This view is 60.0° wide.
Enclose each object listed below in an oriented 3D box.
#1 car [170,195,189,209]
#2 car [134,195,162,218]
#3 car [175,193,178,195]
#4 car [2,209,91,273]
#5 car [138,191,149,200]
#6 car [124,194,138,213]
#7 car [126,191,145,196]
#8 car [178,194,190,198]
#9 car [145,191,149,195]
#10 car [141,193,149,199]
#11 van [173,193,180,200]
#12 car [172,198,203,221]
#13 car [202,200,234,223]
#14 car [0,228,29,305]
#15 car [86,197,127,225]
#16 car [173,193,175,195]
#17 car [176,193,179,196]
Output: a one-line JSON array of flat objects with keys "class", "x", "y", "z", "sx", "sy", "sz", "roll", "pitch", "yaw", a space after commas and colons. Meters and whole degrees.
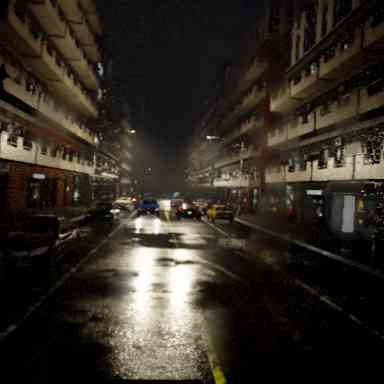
[{"class": "car", "x": -1.831, "y": 1.517, "z": 42.238, "sx": 1.895, "sy": 1.301, "sz": 4.718, "roll": 3, "pitch": 0, "yaw": -5}, {"class": "car", "x": -3.618, "y": 1.328, "z": 28.392, "sx": 1.812, "sy": 1.442, "sz": 4.674, "roll": 3, "pitch": 0, "yaw": -5}, {"class": "car", "x": -2.174, "y": 1.440, "z": 71.945, "sx": 1.752, "sy": 1.417, "sz": 4.829, "roll": 3, "pitch": 0, "yaw": -6}, {"class": "car", "x": -4.395, "y": 1.329, "z": 9.655, "sx": 1.802, "sy": 1.307, "sz": 4.206, "roll": 3, "pitch": 0, "yaw": -6}, {"class": "car", "x": -11.030, "y": 0.714, "z": 76.550, "sx": 2.192, "sy": 1.841, "sz": 5.009, "roll": 3, "pitch": 0, "yaw": -6}, {"class": "car", "x": -6.609, "y": 1.180, "z": 31.953, "sx": 2.008, "sy": 1.369, "sz": 4.403, "roll": 3, "pitch": 0, "yaw": -6}, {"class": "car", "x": -7.706, "y": 0.886, "z": 43.102, "sx": 2.192, "sy": 1.841, "sz": 5.009, "roll": 3, "pitch": 0, "yaw": -6}, {"class": "car", "x": -1.052, "y": 1.539, "z": 60.627, "sx": 1.947, "sy": 1.339, "sz": 4.313, "roll": 3, "pitch": 0, "yaw": -6}, {"class": "car", "x": -10.486, "y": 0.978, "z": 70.975, "sx": 2.008, "sy": 1.369, "sz": 4.403, "roll": 3, "pitch": 0, "yaw": -6}, {"class": "car", "x": -11.595, "y": 0.952, "z": 82.124, "sx": 1.802, "sy": 1.307, "sz": 4.206, "roll": 3, "pitch": 0, "yaw": -6}, {"class": "van", "x": -4.365, "y": 1.144, "z": 94.074, "sx": 1.690, "sy": 1.788, "sz": 3.998, "roll": 3, "pitch": 0, "yaw": -6}, {"class": "car", "x": -0.368, "y": 1.557, "z": 27.509, "sx": 1.994, "sy": 1.385, "sz": 4.181, "roll": 3, "pitch": 0, "yaw": -6}, {"class": "car", "x": 2.256, "y": 1.672, "z": 27.349, "sx": 1.752, "sy": 1.417, "sz": 4.829, "roll": 3, "pitch": 0, "yaw": -6}, {"class": "car", "x": -3.841, "y": 1.358, "z": 4.080, "sx": 1.802, "sy": 1.307, "sz": 4.206, "roll": 3, "pitch": 0, "yaw": -6}, {"class": "car", "x": -5.501, "y": 1.239, "z": 20.805, "sx": 2.008, "sy": 1.369, "sz": 4.403, "roll": 3, "pitch": 0, "yaw": -6}, {"class": "car", "x": -3.262, "y": 1.299, "z": 82.925, "sx": 1.967, "sy": 1.590, "sz": 4.097, "roll": 3, "pitch": 0, "yaw": -6}, {"class": "car", "x": -1.605, "y": 1.495, "z": 66.202, "sx": 2.008, "sy": 1.369, "sz": 4.403, "roll": 3, "pitch": 0, "yaw": -6}]
